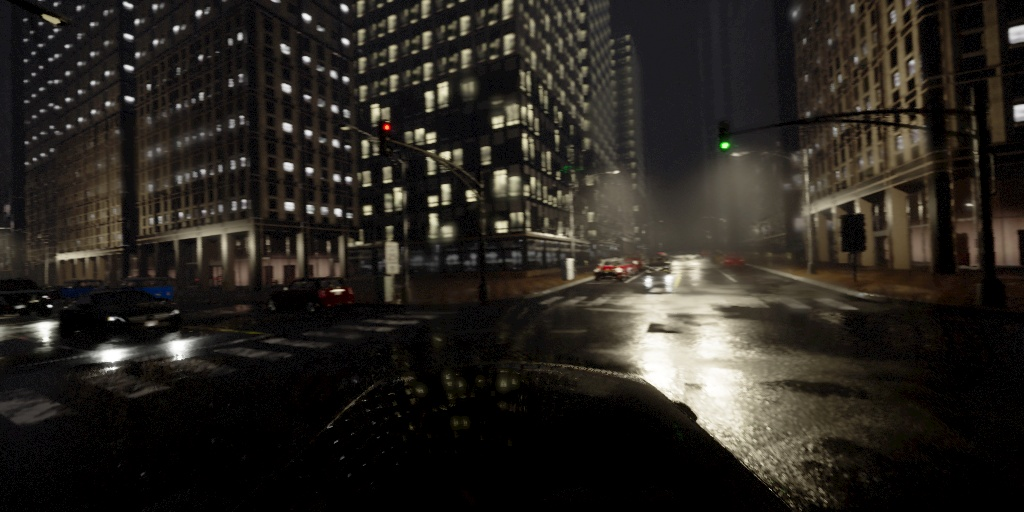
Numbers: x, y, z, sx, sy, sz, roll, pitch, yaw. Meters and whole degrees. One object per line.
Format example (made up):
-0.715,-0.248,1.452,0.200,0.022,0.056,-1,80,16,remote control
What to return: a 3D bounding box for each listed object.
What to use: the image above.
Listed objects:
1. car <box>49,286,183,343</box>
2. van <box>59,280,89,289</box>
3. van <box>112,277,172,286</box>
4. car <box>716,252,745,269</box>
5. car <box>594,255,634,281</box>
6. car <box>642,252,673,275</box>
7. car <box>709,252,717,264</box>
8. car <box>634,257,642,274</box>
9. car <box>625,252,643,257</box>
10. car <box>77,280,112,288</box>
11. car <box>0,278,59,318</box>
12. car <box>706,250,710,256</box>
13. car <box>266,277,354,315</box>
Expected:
-12.860,1.848,11.732,4.674,1.442,1.812,-3,-1,26,car
-34.591,2.800,28.886,3.998,1.789,1.690,0,0,26,van
-24.465,2.326,23.900,3.998,1.789,1.690,0,0,26,van
19.632,0.479,31.933,1.802,1.307,4.207,0,0,26,car
7.190,0.907,25.542,1.967,1.591,4.097,0,0,26,car
12.300,0.754,29.949,1.837,1.490,4.892,-3,0,26,car
24.604,0.215,42.107,1.751,1.417,4.829,0,0,26,car
9.637,0.945,30.551,1.802,1.307,4.207,0,0,26,car
12.085,0.575,35.559,2.192,1.841,5.009,0,0,26,car
-29.528,2.773,26.393,4.403,1.370,2.007,0,0,26,car
-25.353,2.126,17.884,5.566,2.045,2.150,-3,-1,26,car
26.977,0.152,46.964,1.948,1.339,4.313,0,0,26,car
-9.275,1.718,16.421,4.097,1.591,1.967,0,0,26,car
